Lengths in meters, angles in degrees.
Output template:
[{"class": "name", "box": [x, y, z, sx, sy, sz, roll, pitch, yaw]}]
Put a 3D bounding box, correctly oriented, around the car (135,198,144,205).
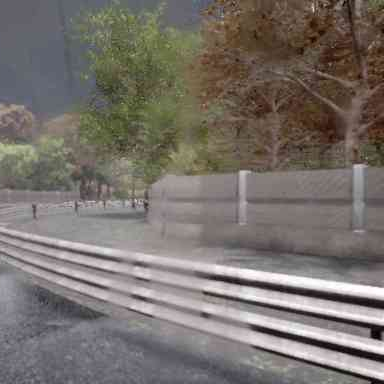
[{"class": "car", "box": [-12.858, 2.316, 82.632, 1.882, 1.535, 5.008, 0, -1, 6]}]
